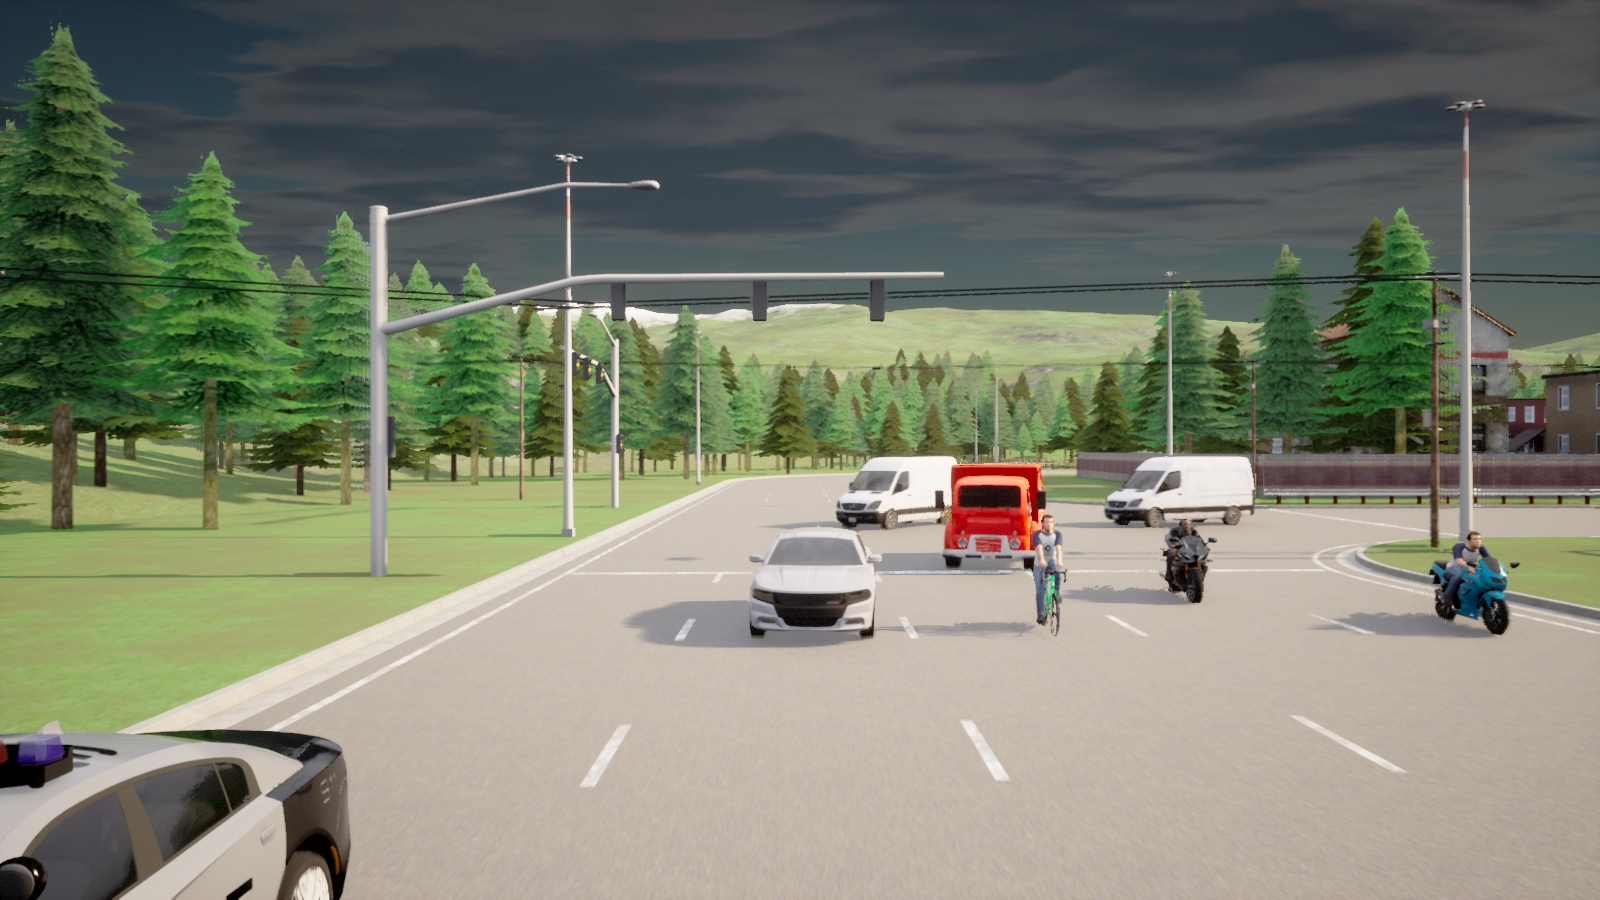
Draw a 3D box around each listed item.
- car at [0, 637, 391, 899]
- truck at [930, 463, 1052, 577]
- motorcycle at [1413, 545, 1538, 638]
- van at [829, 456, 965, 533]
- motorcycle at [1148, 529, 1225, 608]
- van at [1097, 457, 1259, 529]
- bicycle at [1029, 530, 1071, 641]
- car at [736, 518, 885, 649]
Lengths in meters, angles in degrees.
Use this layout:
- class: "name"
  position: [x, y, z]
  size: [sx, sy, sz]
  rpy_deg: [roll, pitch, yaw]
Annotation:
- class: "car"
  position: [-3.601, 1.982, 4.484]
  size: [2.097, 1.638, 5.238]
  rpy_deg: [0, 0, 0]
- class: "truck"
  position: [4.810, 1.570, 28.058]
  size: [2.627, 2.467, 5.204]
  rpy_deg: [0, 0, 13]
- class: "motorcycle"
  position: [10.562, 2.186, 17.966]
  size: [0.803, 1.199, 2.033]
  rpy_deg: [0, 0, 2]
- class: "van"
  position: [3.641, 1.534, 41.811]
  size: [1.988, 2.561, 5.915]
  rpy_deg: [0, 0, 39]
- class: "motorcycle"
  position: [7.279, 2.205, 21.652]
  size: [0.867, 1.251, 2.209]
  rpy_deg: [1, 0, 5]
- class: "van"
  position: [14.042, 1.535, 42.414]
  size: [5.915, 2.561, 1.988]
  rpy_deg: [0, -1, -24]
- class: "bicycle"
  position: [3.853, 2.056, 17.671]
  size: [0.373, 1.496, 1.643]
  rpy_deg: [0, 0, 3]
- class: "car"
  position: [0.275, 2.034, 18.634]
  size: [2.097, 1.535, 5.006]
  rpy_deg: [0, 0, 3]
